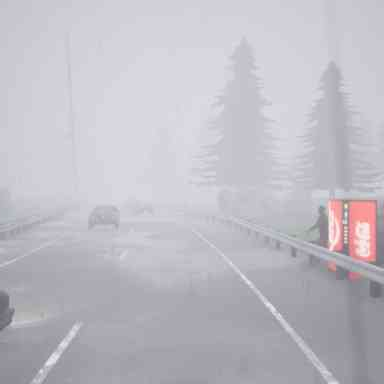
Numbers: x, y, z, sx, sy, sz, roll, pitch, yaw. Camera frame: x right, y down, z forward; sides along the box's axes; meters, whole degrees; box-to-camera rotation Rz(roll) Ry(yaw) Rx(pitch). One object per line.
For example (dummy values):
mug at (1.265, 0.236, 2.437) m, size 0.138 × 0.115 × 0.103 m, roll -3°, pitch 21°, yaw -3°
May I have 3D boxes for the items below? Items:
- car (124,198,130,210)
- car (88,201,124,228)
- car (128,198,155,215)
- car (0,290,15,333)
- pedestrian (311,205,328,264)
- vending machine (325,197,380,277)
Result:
car at (-7.738, 1.526, 42.373) m, size 1.812 × 1.442 × 4.674 m, roll 0°, pitch 0°, yaw -19°
car at (-5.766, 1.547, 22.118) m, size 2.033 × 1.411 × 5.357 m, roll 0°, pitch 0°, yaw -11°
car at (-5.014, 1.601, 33.516) m, size 1.895 × 1.301 × 4.718 m, roll 0°, pitch 0°, yaw -16°
car at (-3.533, 1.547, 2.569) m, size 2.033 × 1.411 × 5.357 m, roll 0°, pitch 0°, yaw -2°
pedestrian at (3.907, 1.294, 9.949) m, size 0.375 × 1.860 × 0.375 m, roll 0°, pitch 0°, yaw -5°
vending machine at (4.428, 1.195, 9.251) m, size 1.100 × 2.100 × 0.880 m, roll 0°, pitch 0°, yaw -5°
